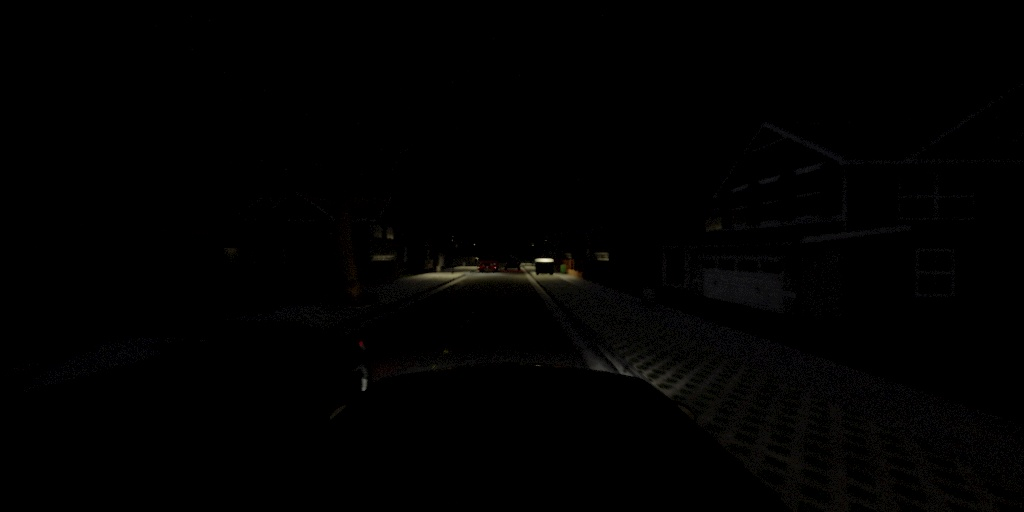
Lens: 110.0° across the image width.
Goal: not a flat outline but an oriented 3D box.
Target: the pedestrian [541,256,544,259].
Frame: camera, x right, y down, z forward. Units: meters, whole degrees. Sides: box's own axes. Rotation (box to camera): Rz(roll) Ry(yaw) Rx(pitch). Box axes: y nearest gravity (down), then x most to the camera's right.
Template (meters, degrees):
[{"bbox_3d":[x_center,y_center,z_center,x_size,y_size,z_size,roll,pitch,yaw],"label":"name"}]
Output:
[{"bbox_3d":[3.020,0.848,35.592,0.375,1.860,0.375,0,1,-10],"label":"pedestrian"}]

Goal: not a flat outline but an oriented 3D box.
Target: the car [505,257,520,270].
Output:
[{"bbox_3d":[0.077,1.026,50.330,2.097,1.767,4.553,0,0,0],"label":"car"}]

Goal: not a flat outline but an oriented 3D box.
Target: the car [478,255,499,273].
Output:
[{"bbox_3d":[-2.824,0.910,43.745,2.150,2.045,5.566,0,0,0],"label":"car"}]

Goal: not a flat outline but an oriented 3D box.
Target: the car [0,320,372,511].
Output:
[{"bbox_3d":[-2.849,1.313,3.072,1.994,1.385,4.181,0,0,0],"label":"car"}]

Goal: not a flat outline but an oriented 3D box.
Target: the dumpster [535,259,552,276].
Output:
[{"bbox_3d":[3.020,1.104,34.592,1.020,1.700,1.940,0,0,0],"label":"dumpster"}]
